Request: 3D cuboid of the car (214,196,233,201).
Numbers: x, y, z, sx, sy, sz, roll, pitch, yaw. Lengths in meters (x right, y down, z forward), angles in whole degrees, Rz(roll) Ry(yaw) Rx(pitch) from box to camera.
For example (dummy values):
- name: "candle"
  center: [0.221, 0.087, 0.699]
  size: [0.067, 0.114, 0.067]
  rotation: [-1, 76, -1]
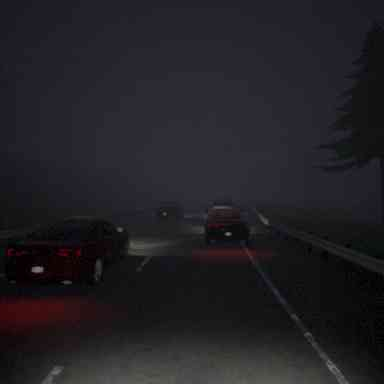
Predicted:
- name: "car"
  center: [2.304, 1.347, 25.130]
  size: [2.097, 1.767, 4.553]
  rotation: [0, 0, 5]

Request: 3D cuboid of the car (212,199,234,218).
- name: "car"
  center: [2.925, 1.500, 30.996]
  size: [1.837, 1.490, 4.892]
  rotation: [0, 0, 7]

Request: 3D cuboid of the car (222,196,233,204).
- name: "car"
  center: [6.881, 1.468, 63.763]
  size: [1.882, 1.535, 5.008]
  rotation: [0, 0, 9]

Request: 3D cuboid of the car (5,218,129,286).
- name: "car"
  center: [-3.142, 1.473, 9.443]
  size: [1.882, 1.535, 5.008]
  rotation: [0, 0, 2]

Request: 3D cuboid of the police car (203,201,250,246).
- name: "police car"
  center: [1.555, 1.423, 15.519]
  size: [1.930, 1.638, 5.238]
  rotation: [0, 0, 3]

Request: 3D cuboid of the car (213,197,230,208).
- name: "car"
  center: [4.394, 1.484, 48.674]
  size: [2.128, 1.511, 4.902]
  rotation: [0, 0, 10]

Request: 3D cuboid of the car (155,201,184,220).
- name: "car"
  center: [-1.838, 1.517, 27.858]
  size: [1.812, 1.442, 4.674]
  rotation: [0, 0, 6]
